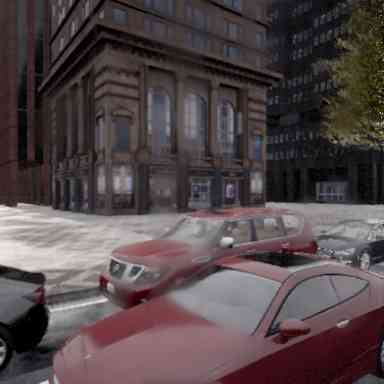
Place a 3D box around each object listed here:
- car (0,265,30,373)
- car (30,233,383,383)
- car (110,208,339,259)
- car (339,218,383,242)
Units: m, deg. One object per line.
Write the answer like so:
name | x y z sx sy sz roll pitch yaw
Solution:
car | -3.950 1.567 3.831 4.313 1.339 1.947 0 0 -36
car | 0.824 1.522 3.965 4.674 1.442 1.812 0 0 -36
car | 0.671 1.309 7.129 5.009 1.841 2.192 0 0 -36
car | 5.293 1.538 10.426 4.403 1.369 2.008 0 0 -36
